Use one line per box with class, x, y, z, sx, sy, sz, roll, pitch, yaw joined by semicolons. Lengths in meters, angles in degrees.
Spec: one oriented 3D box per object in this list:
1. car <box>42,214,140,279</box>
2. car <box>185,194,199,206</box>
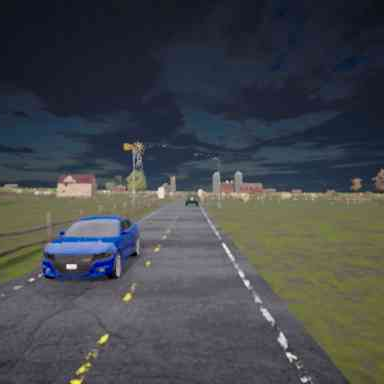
car;-2.837;1.498;10.330;1.882;1.535;5.008;0;0;0
car;-0.015;1.305;55.958;2.150;2.045;5.566;0;0;0
